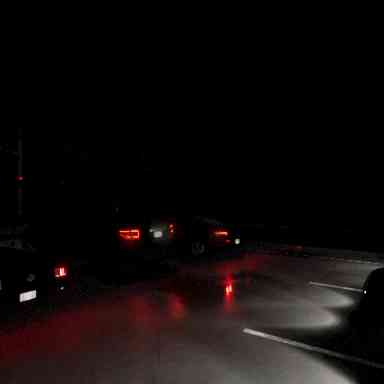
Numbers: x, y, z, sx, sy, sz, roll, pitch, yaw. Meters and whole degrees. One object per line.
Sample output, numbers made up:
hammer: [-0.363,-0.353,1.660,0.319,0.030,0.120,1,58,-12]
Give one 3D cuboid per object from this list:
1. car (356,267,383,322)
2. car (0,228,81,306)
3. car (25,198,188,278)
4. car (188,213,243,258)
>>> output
car: [5.289,1.547,4.519,5.357,1.411,2.033,0,0,36]
car: [-4.773,1.601,7.353,4.718,1.301,1.895,0,0,36]
car: [-3.075,1.221,10.444,5.566,2.045,2.150,0,0,36]
car: [-0.310,1.526,12.761,4.674,1.442,1.812,0,0,36]
